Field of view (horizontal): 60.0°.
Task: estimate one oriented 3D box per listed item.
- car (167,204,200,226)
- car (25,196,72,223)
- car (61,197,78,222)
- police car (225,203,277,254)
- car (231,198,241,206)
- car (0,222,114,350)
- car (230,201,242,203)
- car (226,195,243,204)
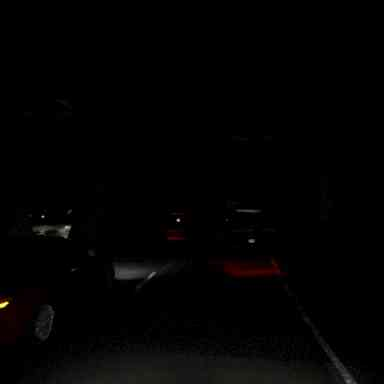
[{"bbox_3d":[-0.566,1.638,24.532,1.837,1.490,4.892,0,0,8],"label":"car"},{"bbox_3d":[-11.128,1.333,26.301,2.150,2.045,5.566,0,0,8],"label":"car"},{"bbox_3d":[-7.705,1.469,25.518,2.097,1.767,4.553,0,0,8],"label":"car"},{"bbox_3d":[2.428,1.511,14.120,1.930,1.638,5.238,0,0,8],"label":"police car"},{"bbox_3d":[8.400,1.900,63.922,1.812,1.442,4.674,0,0,8],"label":"car"},{"bbox_3d":[-2.943,1.552,6.201,1.812,1.442,4.674,0,0,4],"label":"car"},{"bbox_3d":[3.832,1.648,23.909,1.837,1.490,4.892,0,0,8],"label":"car"},{"bbox_3d":[6.163,1.506,48.420,2.150,2.045,5.566,0,0,8],"label":"car"}]
